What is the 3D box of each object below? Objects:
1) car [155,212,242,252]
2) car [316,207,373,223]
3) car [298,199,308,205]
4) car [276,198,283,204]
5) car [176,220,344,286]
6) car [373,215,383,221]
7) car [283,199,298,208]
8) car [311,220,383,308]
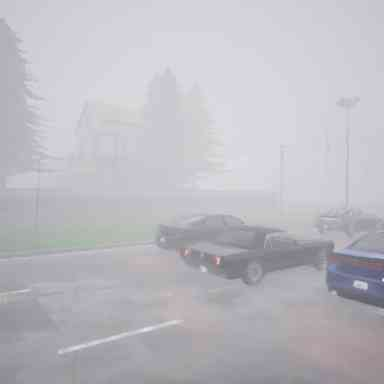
[{"bbox_3d":[0.978,1.542,13.070,5.008,1.535,1.882,1,0,-36],"label":"car"},{"bbox_3d":[8.971,1.631,18.790,4.902,1.511,2.128,1,0,-36],"label":"car"},{"bbox_3d":[18.183,1.902,58.778,1.812,1.442,4.674,1,0,-36],"label":"car"},{"bbox_3d":[12.000,1.813,55.353,2.128,1.511,4.902,1,0,-36],"label":"car"},{"bbox_3d":[2.099,1.656,9.563,4.718,1.301,1.895,1,0,-36],"label":"car"},{"bbox_3d":[10.948,1.643,15.901,4.892,1.490,1.837,1,0,-36],"label":"car"},{"bbox_3d":[15.172,1.853,56.949,1.837,1.490,4.892,1,0,-36],"label":"car"},{"bbox_3d":[5.025,1.541,7.365,5.008,1.535,1.882,1,-1,-35],"label":"car"}]
